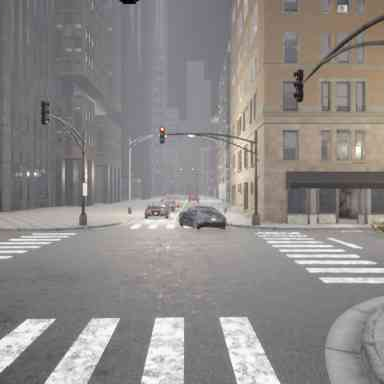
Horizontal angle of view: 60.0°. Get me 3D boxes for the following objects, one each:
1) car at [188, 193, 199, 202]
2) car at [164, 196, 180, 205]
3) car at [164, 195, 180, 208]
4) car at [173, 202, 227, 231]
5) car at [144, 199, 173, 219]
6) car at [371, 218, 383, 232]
[{"bbox_3d":[0.345,1.203,70.258,2.150,2.045,5.566,0,0,0],"label":"car"},{"bbox_3d":[-2.943,1.506,39.282,2.128,1.511,4.902,0,0,0],"label":"car"},{"bbox_3d":[-2.900,1.369,49.180,2.097,1.767,4.553,0,0,0],"label":"car"},{"bbox_3d":[0.575,1.570,21.096,1.994,1.385,4.181,0,0,-21],"label":"car"},{"bbox_3d":[-2.986,1.574,29.427,1.994,1.385,4.181,0,0,0],"label":"car"},{"bbox_3d":[12.181,1.519,17.735,4.829,1.417,1.752,0,0,-1],"label":"car"}]
